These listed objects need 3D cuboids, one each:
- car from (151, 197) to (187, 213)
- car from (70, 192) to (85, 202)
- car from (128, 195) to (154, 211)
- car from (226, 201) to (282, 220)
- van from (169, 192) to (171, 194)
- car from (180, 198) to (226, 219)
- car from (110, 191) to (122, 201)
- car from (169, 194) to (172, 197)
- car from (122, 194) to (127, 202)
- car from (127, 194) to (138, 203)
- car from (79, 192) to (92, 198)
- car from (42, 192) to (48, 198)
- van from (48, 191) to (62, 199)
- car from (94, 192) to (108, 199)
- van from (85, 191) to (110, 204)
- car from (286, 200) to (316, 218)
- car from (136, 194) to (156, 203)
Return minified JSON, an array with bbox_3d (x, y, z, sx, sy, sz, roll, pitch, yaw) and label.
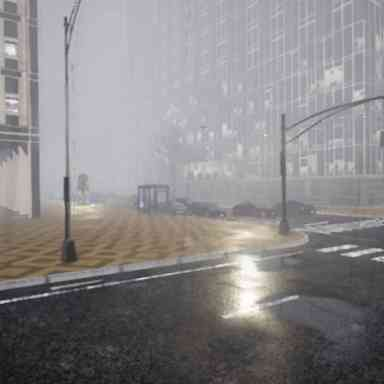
[{"bbox_3d":[-2.036,1.428,33.015,1.802,1.307,4.206,0,1,-34],"label":"car"},{"bbox_3d":[-21.180,1.081,61.233,2.008,1.369,4.403,0,1,-34],"label":"car"},{"bbox_3d":[-5.193,1.360,37.740,1.947,1.339,4.313,0,1,-34],"label":"car"},{"bbox_3d":[5.105,1.451,27.337,1.994,1.385,4.181,-1,1,-34],"label":"car"},{"bbox_3d":[-4.641,0.913,51.878,1.690,1.788,3.998,0,1,-34],"label":"van"},{"bbox_3d":[1.157,1.464,28.310,1.947,1.339,4.313,0,1,-34],"label":"car"},{"bbox_3d":[-14.259,0.994,65.960,1.802,1.307,4.206,0,1,-34],"label":"car"},{"bbox_3d":[-0.652,1.320,35.760,1.812,1.442,4.674,-1,1,-34],"label":"car"},{"bbox_3d":[-9.006,1.077,53.666,1.837,1.490,4.892,-1,1,-35],"label":"car"},{"bbox_3d":[-6.496,1.205,44.341,1.837,1.490,4.892,-1,1,-34],"label":"car"},{"bbox_3d":[-27.084,0.747,84.730,2.008,1.369,4.403,0,1,-34],"label":"car"},{"bbox_3d":[-34.004,0.755,80.003,1.967,1.590,4.097,0,1,-34],"label":"car"},{"bbox_3d":[-30.798,0.710,75.310,1.690,1.788,3.998,0,1,-34],"label":"van"},{"bbox_3d":[-20.672,0.744,75.344,1.967,1.590,4.097,0,1,-34],"label":"car"},{"bbox_3d":[-14.766,0.978,51.845,1.690,1.788,3.998,0,1,-34],"label":"van"},{"bbox_3d":[8.275,1.376,28.336,1.812,1.442,4.674,-1,1,-34],"label":"car"},{"bbox_3d":[-7.847,1.101,56.574,1.802,1.307,4.206,0,1,-34],"label":"car"}]
